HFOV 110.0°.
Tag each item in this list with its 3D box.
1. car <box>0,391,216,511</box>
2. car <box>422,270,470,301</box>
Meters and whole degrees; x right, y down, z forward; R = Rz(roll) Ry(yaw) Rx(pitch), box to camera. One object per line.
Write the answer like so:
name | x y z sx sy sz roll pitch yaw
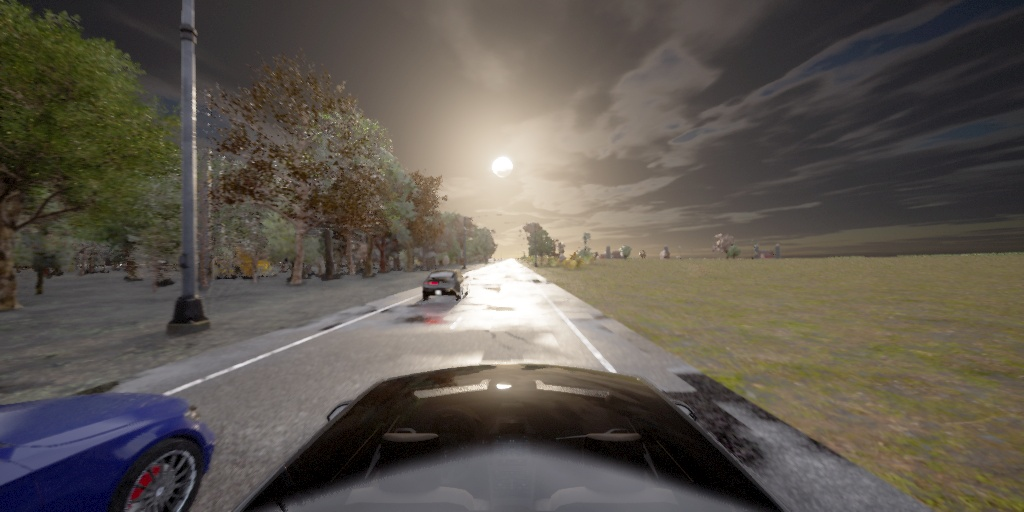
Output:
car | -3.405 1.313 1.033 1.812 1.442 4.674 -1 0 0
car | -3.404 1.449 18.946 1.837 1.490 4.892 -1 0 0
